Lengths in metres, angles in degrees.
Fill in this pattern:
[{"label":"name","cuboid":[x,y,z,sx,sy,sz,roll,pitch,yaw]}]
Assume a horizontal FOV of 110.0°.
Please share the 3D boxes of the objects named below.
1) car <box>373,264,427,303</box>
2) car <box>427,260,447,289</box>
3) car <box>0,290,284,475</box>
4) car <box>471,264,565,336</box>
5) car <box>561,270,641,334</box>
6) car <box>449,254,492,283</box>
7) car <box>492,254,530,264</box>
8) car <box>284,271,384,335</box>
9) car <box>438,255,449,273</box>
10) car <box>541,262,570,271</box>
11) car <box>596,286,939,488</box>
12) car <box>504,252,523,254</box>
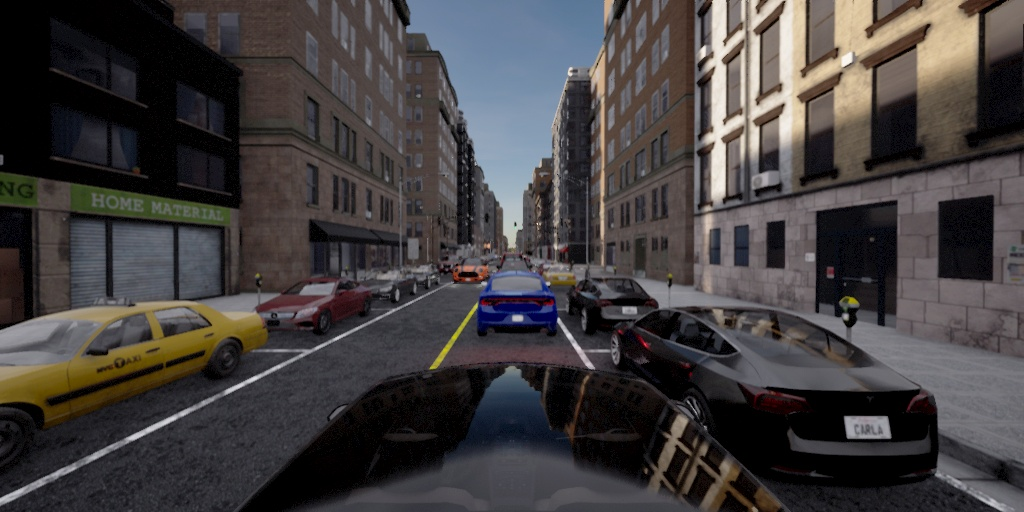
[{"label":"car","cuboid":[-5.363,1.177,15.595,2.007,1.370,4.403,0,0,0]},{"label":"car","cuboid":[-5.352,1.127,21.008,2.007,1.370,4.403,0,0,0]},{"label":"car","cuboid":[-5.384,1.249,4.599,1.751,1.417,4.829,0,0,0]},{"label":"car","cuboid":[0.116,1.154,10.116,1.882,1.535,5.008,0,1,0]},{"label":"car","cuboid":[2.652,1.242,10.157,1.948,1.339,4.313,0,0,0]},{"label":"car","cuboid":[-2.768,0.890,25.002,2.097,1.767,4.553,0,1,0]},{"label":"car","cuboid":[0.137,0.932,20.603,2.097,1.767,4.553,0,0,0]},{"label":"car","cuboid":[-5.373,1.258,10.182,1.802,1.307,4.207,0,0,0]},{"label":"car","cuboid":[-5.331,0.791,31.832,2.192,1.841,5.009,0,0,0]},{"label":"car","cuboid":[2.673,1.102,21.153,1.751,1.417,4.829,0,0,0]},{"label":"car","cuboid":[2.641,1.289,4.744,1.948,1.339,4.313,0,0,0]},{"label":"car","cuboid":[0.058,0.701,31.729,2.150,2.045,5.566,0,1,0]}]
